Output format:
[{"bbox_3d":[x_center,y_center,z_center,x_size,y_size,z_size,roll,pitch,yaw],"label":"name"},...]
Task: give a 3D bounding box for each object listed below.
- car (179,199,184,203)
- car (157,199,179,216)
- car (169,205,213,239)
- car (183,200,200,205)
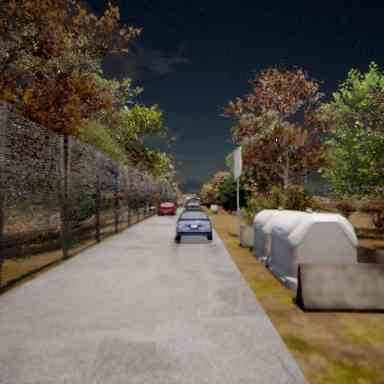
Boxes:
[{"bbox_3d":[-2.374,2.629,78.511,2.150,2.045,5.566,0,-2,1],"label":"car"},{"bbox_3d":[-2.771,1.868,37.570,1.882,1.535,5.008,0,-1,0],"label":"car"},{"bbox_3d":[0.109,1.644,17.811,2.033,1.411,5.357,0,-1,0],"label":"car"},{"bbox_3d":[0.177,1.922,38.951,1.837,1.490,4.892,0,-1,0],"label":"car"}]
